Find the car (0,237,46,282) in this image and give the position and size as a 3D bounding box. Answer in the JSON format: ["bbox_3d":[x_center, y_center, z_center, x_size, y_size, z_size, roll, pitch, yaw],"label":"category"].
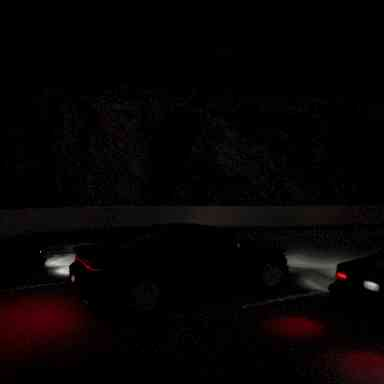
[{"bbox_3d":[-6.439,1.475,7.828,5.357,1.411,2.033,0,0,-35],"label":"car"}]

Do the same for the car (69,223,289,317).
[{"bbox_3d":[-0.061,1.435,7.398,5.008,1.535,1.882,0,0,-30],"label":"car"}]

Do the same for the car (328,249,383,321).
[{"bbox_3d":[5.122,1.533,6.262,5.357,1.411,2.033,0,0,-24],"label":"car"}]
